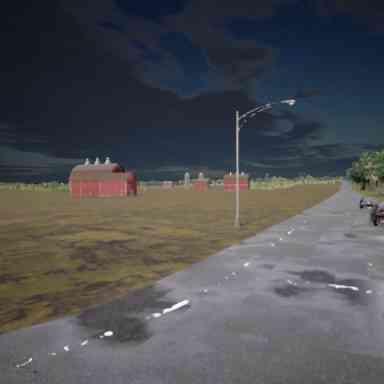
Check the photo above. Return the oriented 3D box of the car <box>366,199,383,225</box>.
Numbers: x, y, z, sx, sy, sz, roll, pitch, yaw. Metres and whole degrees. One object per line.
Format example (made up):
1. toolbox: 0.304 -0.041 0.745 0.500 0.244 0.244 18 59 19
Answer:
1. car: 13.671 1.476 23.457 1.837 1.490 4.892 0 0 25

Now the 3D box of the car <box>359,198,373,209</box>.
1. car: 22.943 1.425 43.491 2.033 1.411 5.357 0 0 25
